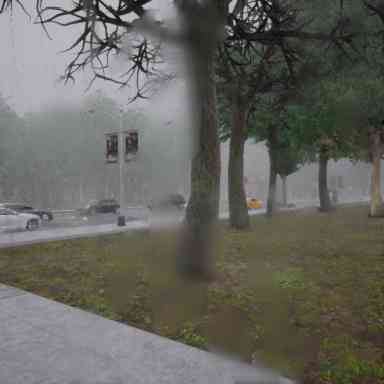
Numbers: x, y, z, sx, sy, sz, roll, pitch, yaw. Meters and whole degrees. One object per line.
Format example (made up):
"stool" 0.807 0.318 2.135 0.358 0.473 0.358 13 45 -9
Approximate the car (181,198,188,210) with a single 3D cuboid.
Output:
"car" 1.107 1.658 41.367 1.895 1.301 4.718 0 0 36

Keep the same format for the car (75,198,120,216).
"car" -9.234 1.383 32.813 2.097 1.767 4.553 0 0 35

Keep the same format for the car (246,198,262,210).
"car" 7.847 1.552 45.301 1.882 1.535 5.008 0 0 36

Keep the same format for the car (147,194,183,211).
"car" -3.121 1.270 41.374 2.150 2.045 5.566 0 0 35

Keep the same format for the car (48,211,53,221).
"car" -12.051 1.525 22.933 1.837 1.490 4.892 0 0 36

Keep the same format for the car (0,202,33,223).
"car" -14.976 1.564 24.776 2.033 1.411 5.357 0 0 35

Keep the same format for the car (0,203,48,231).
"car" -10.985 1.546 18.831 1.812 1.442 4.674 0 0 36
